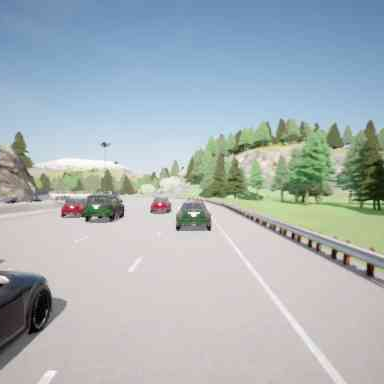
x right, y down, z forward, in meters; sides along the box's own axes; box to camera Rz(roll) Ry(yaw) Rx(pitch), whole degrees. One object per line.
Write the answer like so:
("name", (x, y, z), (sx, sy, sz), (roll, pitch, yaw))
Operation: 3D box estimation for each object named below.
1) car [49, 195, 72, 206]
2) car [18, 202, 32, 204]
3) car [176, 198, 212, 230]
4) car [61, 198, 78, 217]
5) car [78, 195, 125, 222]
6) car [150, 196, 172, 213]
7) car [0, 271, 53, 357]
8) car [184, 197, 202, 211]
("car", (-21.168, 1.346, 53.695), (2.097, 1.767, 4.553), (0, 0, -1))
("car", (-24.616, 1.347, 50.203), (2.097, 1.767, 4.553), (0, 0, 0))
("car", (0.098, 1.350, 21.222), (2.097, 1.767, 4.553), (0, 0, 0))
("car", (-10.403, 1.349, 30.961), (2.097, 1.767, 4.553), (0, 0, 0))
("car", (-6.901, 1.219, 26.605), (2.150, 2.045, 5.566), (0, 0, 0))
("car", (-3.405, 1.348, 37.418), (2.097, 1.767, 4.553), (0, 0, 0))
("car", (-3.398, 1.563, 4.093), (1.994, 1.385, 4.181), (0, 0, 0))
("car", (0.097, 1.487, 41.967), (2.128, 1.511, 4.902), (0, 0, 0))
